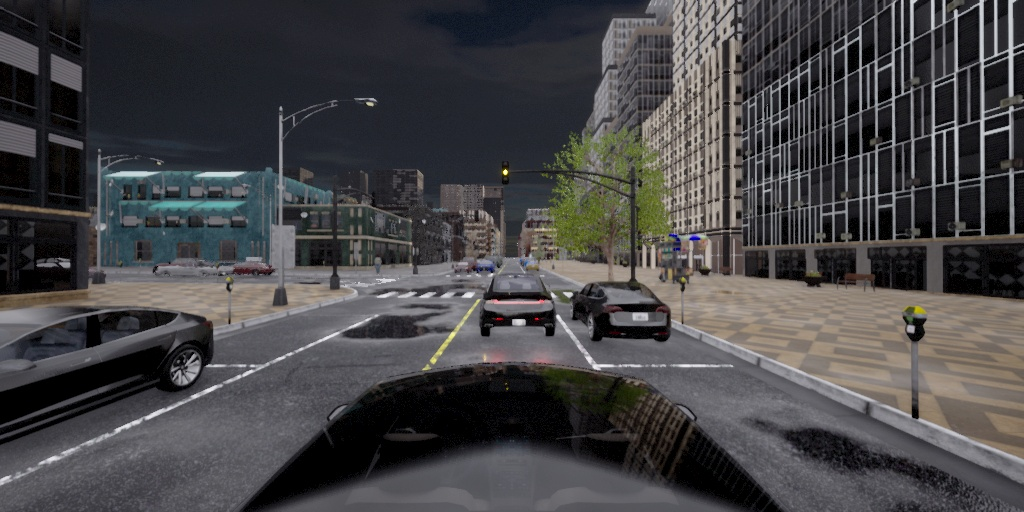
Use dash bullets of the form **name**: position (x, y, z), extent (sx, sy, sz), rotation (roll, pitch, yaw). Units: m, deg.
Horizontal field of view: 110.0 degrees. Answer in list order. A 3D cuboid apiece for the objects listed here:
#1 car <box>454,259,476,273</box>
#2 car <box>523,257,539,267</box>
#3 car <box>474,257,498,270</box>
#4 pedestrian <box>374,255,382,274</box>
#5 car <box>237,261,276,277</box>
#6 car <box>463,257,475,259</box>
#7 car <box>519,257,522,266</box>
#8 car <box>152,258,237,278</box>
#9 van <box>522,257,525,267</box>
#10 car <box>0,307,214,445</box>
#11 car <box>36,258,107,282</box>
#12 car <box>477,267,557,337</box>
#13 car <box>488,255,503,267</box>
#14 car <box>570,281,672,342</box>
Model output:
- **car**: position (-5.681, 1.323, 42.085), extent (1.802, 1.307, 4.207), rotation (0, 0, 0)
- **car**: position (2.701, 1.265, 47.806), extent (1.751, 1.417, 4.829), rotation (0, 0, 0)
- **car**: position (-3.076, 1.218, 42.935), extent (1.882, 1.535, 5.008), rotation (0, 0, 2)
- **pedestrian**: position (-12.742, 0.779, 34.091), extent (0.375, 1.860, 0.375), rotation (0, -1, -1)
- **car**: position (-22.815, 1.082, 31.002), extent (4.207, 1.307, 1.802), rotation (0, 0, -1)
- **car**: position (-5.679, 1.054, 47.636), extent (2.192, 1.841, 5.009), rotation (0, 0, 0)
- **car**: position (2.705, 1.287, 64.289), extent (2.007, 1.370, 4.403), rotation (0, 0, 0)
- **car**: position (-25.061, 1.060, 28.395), extent (4.718, 1.301, 1.895), rotation (1, 0, -1)
- **van**: position (2.702, 1.079, 53.187), extent (1.690, 1.789, 3.998), rotation (0, 0, 0)
- **car**: position (-5.689, 1.315, 4.069), extent (1.948, 1.339, 4.313), rotation (0, 0, 0)
- **car**: position (-28.246, 0.974, 22.546), extent (4.207, 1.307, 1.802), rotation (0, 0, -1)
- **car**: position (0.112, 1.240, 10.277), extent (2.128, 1.511, 4.902), rotation (0, 0, -1)
- **car**: position (-3.030, 0.953, 57.114), extent (2.150, 2.045, 5.566), rotation (0, 1, 2)
- **car**: position (2.692, 1.314, 9.607), extent (1.948, 1.339, 4.313), rotation (0, 0, 0)
